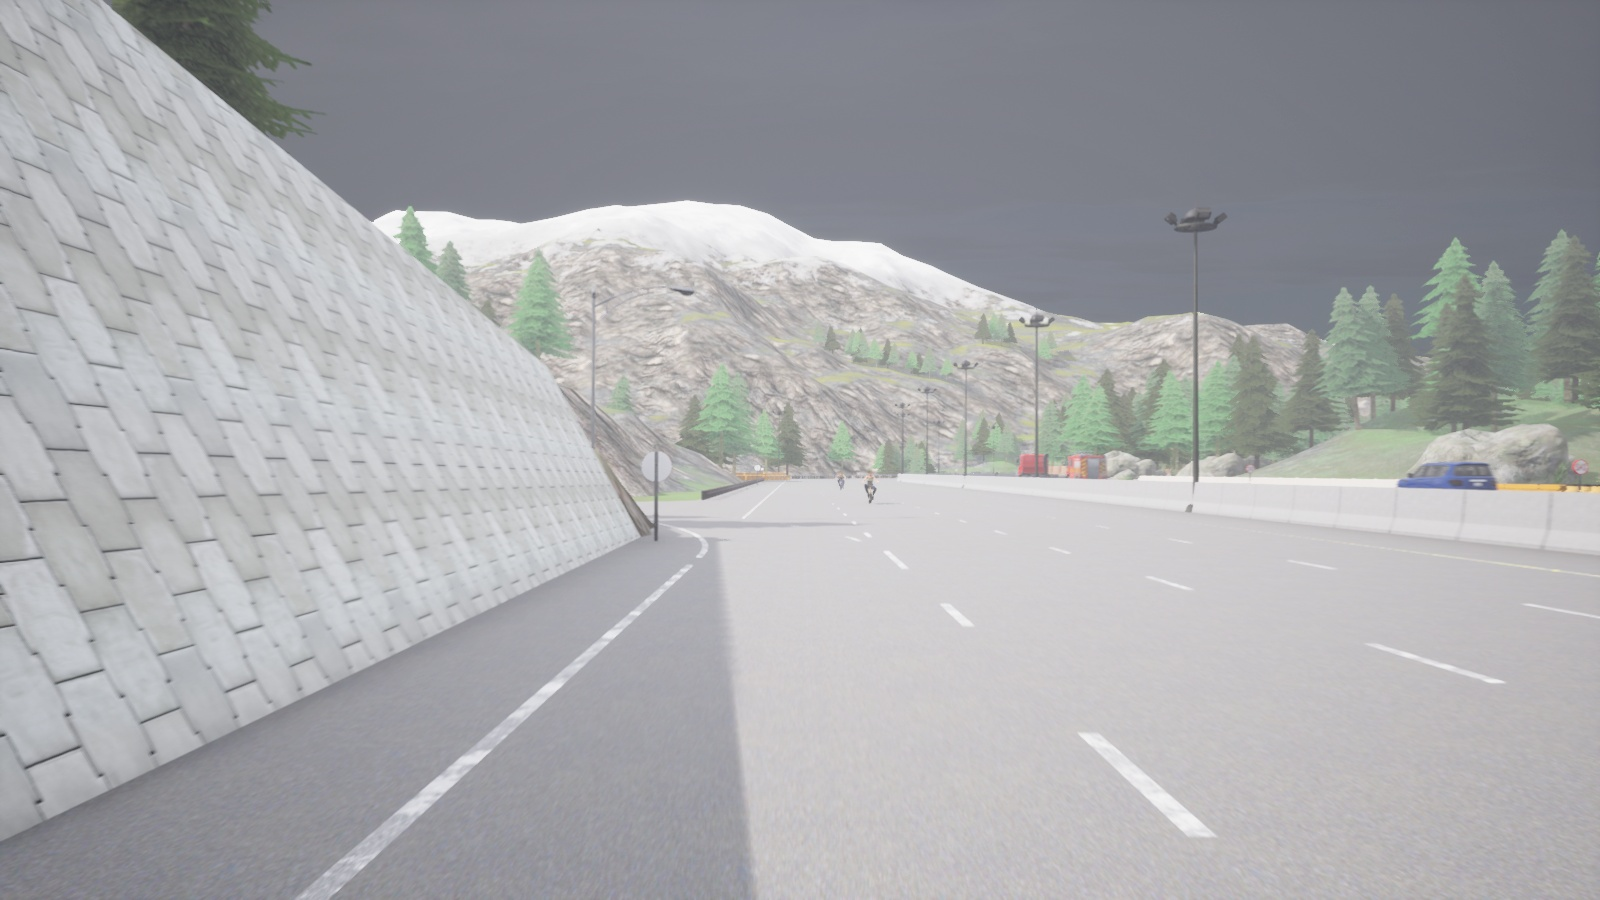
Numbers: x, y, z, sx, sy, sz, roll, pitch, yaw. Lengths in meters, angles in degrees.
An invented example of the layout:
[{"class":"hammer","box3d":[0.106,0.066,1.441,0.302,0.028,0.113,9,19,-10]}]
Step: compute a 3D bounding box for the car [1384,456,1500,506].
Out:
[{"class":"car","box3d":[27.866,1.335,54.739,2.150,2.045,5.566,0,-1,0]}]
